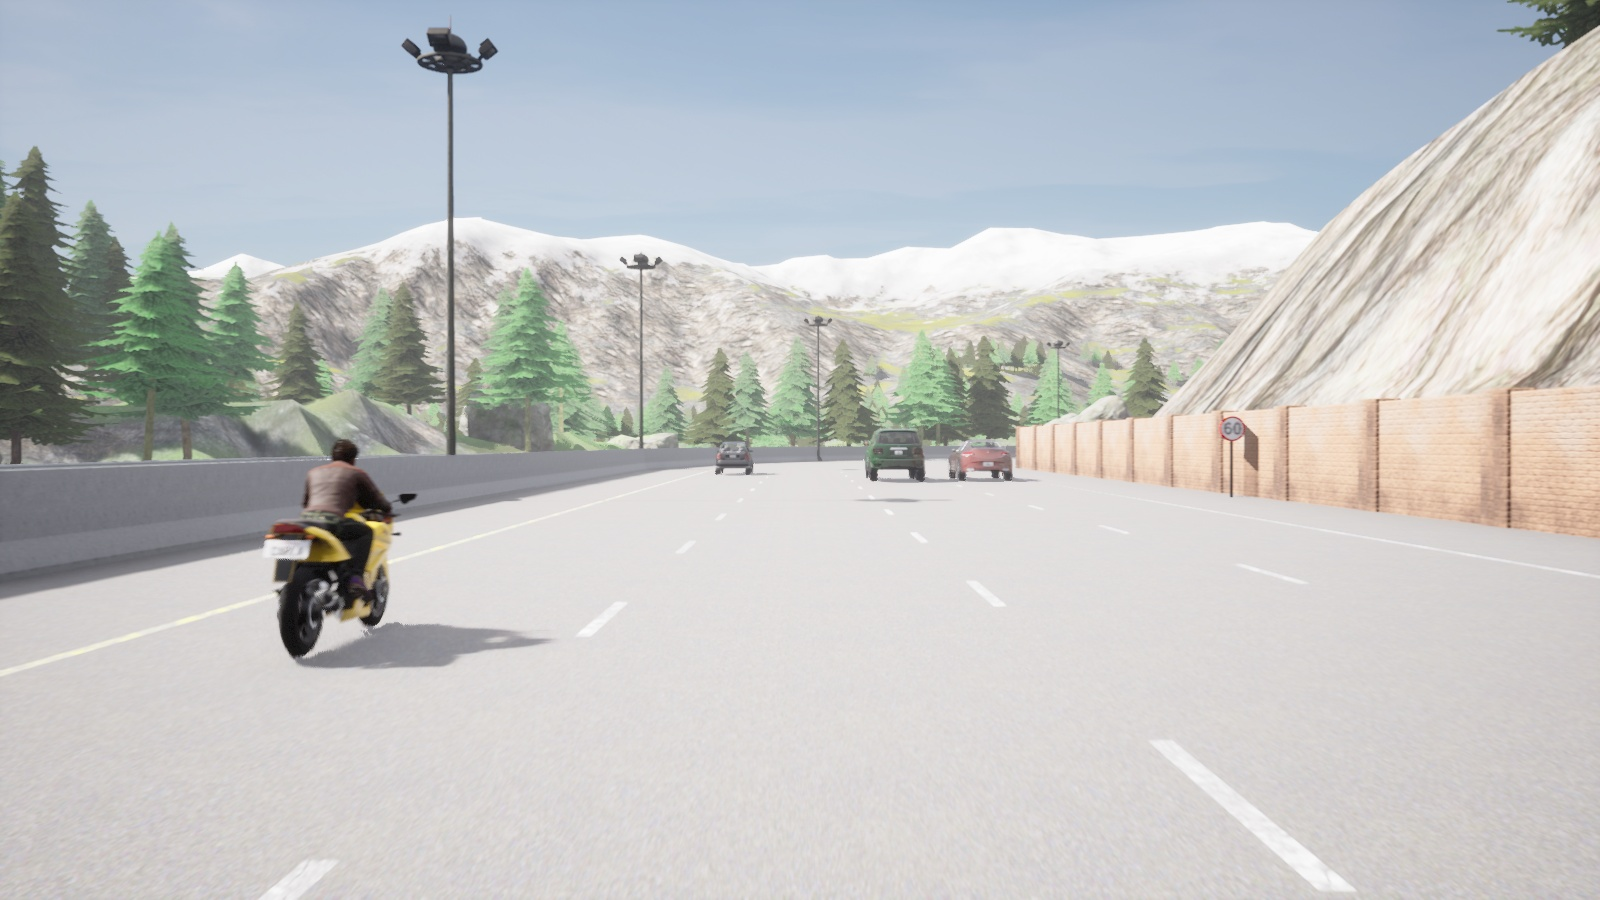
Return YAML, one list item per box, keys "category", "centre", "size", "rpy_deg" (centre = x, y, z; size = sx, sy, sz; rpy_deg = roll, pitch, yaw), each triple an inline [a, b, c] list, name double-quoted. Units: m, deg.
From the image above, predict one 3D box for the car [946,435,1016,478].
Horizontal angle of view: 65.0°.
- category: "car"
  centre: [7.300, 0.242, 51.213]
  size: [2.152, 1.651, 5.027]
  rpy_deg: [0, 0, 0]

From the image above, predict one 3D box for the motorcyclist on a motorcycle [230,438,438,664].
- category: "motorcyclist on a motorcycle"
  centre: [-3.432, 0.672, 9.474]
  size: [0.797, 1.523, 2.044]
  rpy_deg: [0, 0, 0]

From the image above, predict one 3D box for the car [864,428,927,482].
- category: "car"
  centre: [3.798, 0.181, 50.898]
  size: [2.150, 2.045, 5.566]
  rpy_deg: [0, 0, 0]

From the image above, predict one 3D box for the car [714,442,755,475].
- category: "car"
  centre: [-3.148, 0.379, 60.849]
  size: [1.789, 1.549, 3.705]
  rpy_deg: [0, 0, 0]
